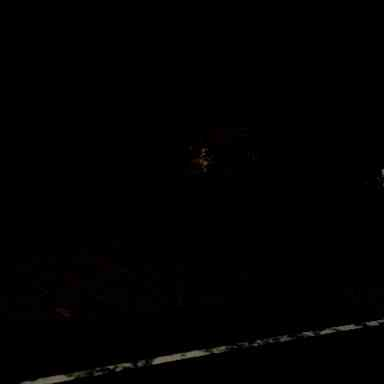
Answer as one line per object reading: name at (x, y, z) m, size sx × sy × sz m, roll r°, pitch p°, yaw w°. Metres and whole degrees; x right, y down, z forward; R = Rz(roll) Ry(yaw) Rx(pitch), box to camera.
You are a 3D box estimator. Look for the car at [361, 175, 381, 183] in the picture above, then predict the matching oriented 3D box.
car at (39.010, -2.889, 72.528) m, size 2.097 × 1.767 × 4.553 m, roll 1°, pitch 4°, yaw -17°
